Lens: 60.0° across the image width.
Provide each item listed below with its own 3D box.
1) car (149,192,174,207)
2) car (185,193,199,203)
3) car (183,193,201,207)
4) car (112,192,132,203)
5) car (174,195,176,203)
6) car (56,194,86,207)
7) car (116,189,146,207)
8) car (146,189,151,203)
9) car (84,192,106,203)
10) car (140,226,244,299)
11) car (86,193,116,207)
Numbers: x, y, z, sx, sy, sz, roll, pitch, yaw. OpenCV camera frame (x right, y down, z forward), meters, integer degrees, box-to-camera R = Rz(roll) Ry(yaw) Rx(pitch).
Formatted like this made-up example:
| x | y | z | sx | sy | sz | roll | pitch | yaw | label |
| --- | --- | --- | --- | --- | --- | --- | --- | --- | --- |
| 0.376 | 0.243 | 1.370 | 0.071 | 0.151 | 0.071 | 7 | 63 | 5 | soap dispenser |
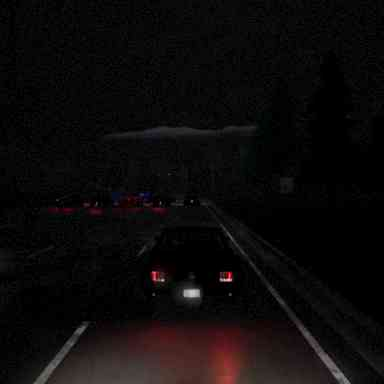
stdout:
| x | y | z | sx | sy | sz | roll | pitch | yaw | label |
| --- | --- | --- | --- | --- | --- | --- | --- | --- | --- |
| -3.496 | 0.927 | 39.151 | 1.837 | 1.490 | 4.892 | 0 | 0 | 0 | car |
| 0.006 | 0.836 | 49.529 | 1.994 | 1.385 | 4.181 | 0 | 1 | 0 | car |
| 0.005 | 0.981 | 39.611 | 1.994 | 1.385 | 4.181 | 0 | 1 | 0 | car |
| -10.495 | 0.744 | 49.926 | 1.882 | 1.535 | 5.008 | 0 | 1 | 0 | car |
| -3.489 | 0.836 | 49.536 | 1.994 | 1.385 | 4.181 | 0 | 1 | 0 | car |
| -14.004 | 0.964 | 38.180 | 1.812 | 1.442 | 4.674 | 0 | 1 | 0 | car |
| -6.999 | 0.781 | 38.803 | 2.097 | 1.767 | 4.553 | 0 | 1 | 0 | car |
| -7.002 | 0.504 | 48.774 | 2.150 | 2.045 | 5.566 | 0 | 1 | 0 | car |
| -14.005 | 0.814 | 48.382 | 1.812 | 1.442 | 4.674 | 0 | 1 | 0 | car |
| -0.001 | 1.480 | 8.107 | 1.895 | 1.301 | 4.718 | 0 | 1 | 0 | car |
| -10.495 | 0.929 | 39.036 | 1.837 | 1.490 | 4.892 | 0 | 0 | 0 | car |
